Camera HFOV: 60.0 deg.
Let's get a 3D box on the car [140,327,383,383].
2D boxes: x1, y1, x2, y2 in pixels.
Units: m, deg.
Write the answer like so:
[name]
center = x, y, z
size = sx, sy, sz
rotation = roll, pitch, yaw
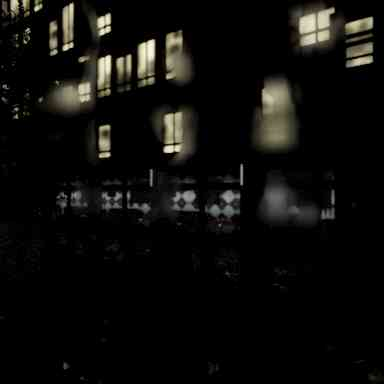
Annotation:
[car]
center = 1.422, 1.565, 1.856
size = 4.313, 1.339, 1.947
rotation = 0, 0, 36
